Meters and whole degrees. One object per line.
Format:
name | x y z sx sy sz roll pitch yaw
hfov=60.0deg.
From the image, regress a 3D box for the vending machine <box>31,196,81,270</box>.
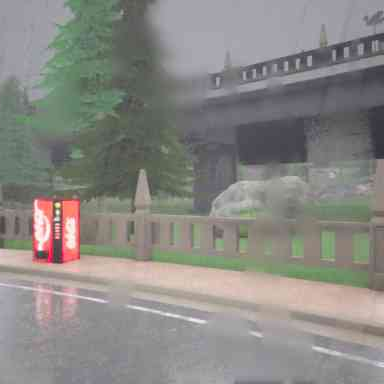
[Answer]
vending machine | -4.150 1.195 10.209 0.880 2.100 1.100 0 0 22
